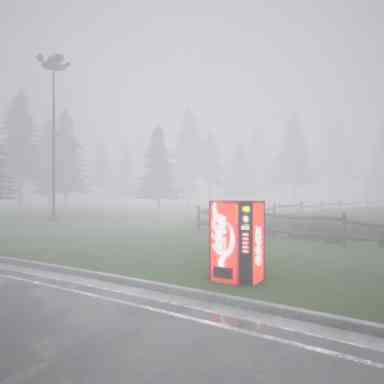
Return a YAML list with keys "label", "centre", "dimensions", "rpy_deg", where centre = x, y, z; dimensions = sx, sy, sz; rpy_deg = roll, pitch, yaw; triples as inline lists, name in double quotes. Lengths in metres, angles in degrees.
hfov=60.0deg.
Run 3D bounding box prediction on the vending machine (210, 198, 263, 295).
- label: "vending machine"
  centre: [1.080, 1.195, 7.970]
  dimensions: [0.880, 2.100, 1.100]
  rpy_deg: [0, 0, 32]
